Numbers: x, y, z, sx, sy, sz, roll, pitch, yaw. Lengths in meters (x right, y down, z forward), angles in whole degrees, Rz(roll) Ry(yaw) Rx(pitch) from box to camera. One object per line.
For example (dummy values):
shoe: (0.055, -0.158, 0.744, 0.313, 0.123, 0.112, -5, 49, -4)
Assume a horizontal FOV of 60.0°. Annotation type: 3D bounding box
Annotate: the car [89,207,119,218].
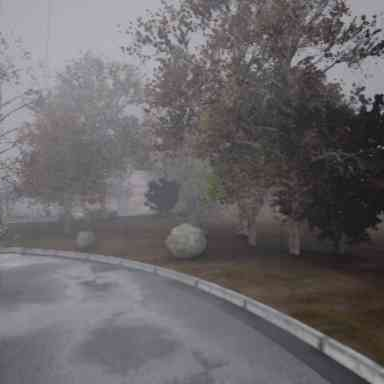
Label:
car: (-11.649, 2.666, 43.440, 1.994, 1.385, 4.181, -2, -1, 38)
